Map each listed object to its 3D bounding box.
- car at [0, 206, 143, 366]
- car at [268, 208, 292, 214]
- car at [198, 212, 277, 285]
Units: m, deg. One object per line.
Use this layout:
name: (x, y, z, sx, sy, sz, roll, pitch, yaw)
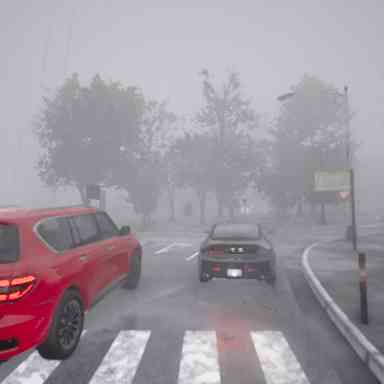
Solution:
car: (-2.552, 1.257, 6.217, 2.150, 2.045, 5.566, -1, 0, 6)
car: (18.219, 4.144, 69.193, 4.902, 1.511, 2.128, -3, -6, 36)
car: (1.350, 1.532, 9.571, 1.837, 1.490, 4.892, -1, -1, 10)
